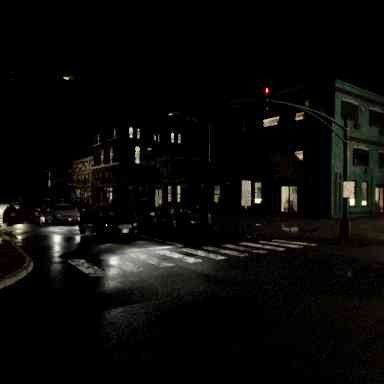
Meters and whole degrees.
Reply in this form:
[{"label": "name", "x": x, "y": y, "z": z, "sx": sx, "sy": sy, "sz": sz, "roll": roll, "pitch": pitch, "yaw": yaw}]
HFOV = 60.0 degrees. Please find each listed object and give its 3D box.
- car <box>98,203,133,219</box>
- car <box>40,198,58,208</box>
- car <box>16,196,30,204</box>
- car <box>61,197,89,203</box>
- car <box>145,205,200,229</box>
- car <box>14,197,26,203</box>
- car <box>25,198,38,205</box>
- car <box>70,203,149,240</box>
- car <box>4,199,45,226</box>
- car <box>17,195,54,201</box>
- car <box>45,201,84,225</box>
[{"label": "car", "x": -7.431, "y": 1.783, "z": 31.962, "sx": 1.802, "sy": 1.307, "sz": 4.206, "roll": 1, "pitch": -1, "yaw": -35}, {"label": "car", "x": -24.000, "y": 1.778, "z": 55.624, "sx": 1.967, "sy": 1.590, "sz": 4.097, "roll": 1, "pitch": -1, "yaw": -35}, {"label": "car", "x": -39.818, "y": 1.788, "z": 78.432, "sx": 2.192, "sy": 1.841, "sz": 5.009, "roll": 1, "pitch": -1, "yaw": -35}, {"label": "car", "x": -14.440, "y": 1.574, "z": 41.991, "sx": 2.192, "sy": 1.841, "sz": 5.009, "roll": 1, "pitch": -1, "yaw": -35}, {"label": "car", "x": -1.183, "y": 1.701, "z": 22.955, "sx": 2.008, "sy": 1.369, "sz": 4.403, "roll": 1, "pitch": -1, "yaw": -35}, {"label": "car", "x": -42.983, "y": 2.051, "z": 82.990, "sx": 2.008, "sy": 1.369, "sz": 4.403, "roll": 1, "pitch": -1, "yaw": -35}, {"label": "car", "x": -33.588, "y": 1.945, "z": 69.447, "sx": 1.752, "sy": 1.417, "sz": 4.829, "roll": 1, "pitch": -1, "yaw": -35}, {"label": "car", "x": -4.464, "y": 1.541, "z": 17.308, "sx": 2.128, "sy": 1.511, "sz": 4.902, "roll": 1, "pitch": -1, "yaw": -35}, {"label": "car", "x": -12.008, "y": 1.492, "z": 23.407, "sx": 1.967, "sy": 1.590, "sz": 4.097, "roll": 1, "pitch": -1, "yaw": -35}, {"label": "car", "x": -16.442, "y": 1.368, "z": 34.598, "sx": 2.150, "sy": 2.045, "sz": 5.566, "roll": 1, "pitch": -1, "yaw": -35}, {"label": "car", "x": -9.764, "y": 1.618, "z": 24.950, "sx": 1.812, "sy": 1.442, "sz": 4.674, "roll": 1, "pitch": -1, "yaw": -35}]
